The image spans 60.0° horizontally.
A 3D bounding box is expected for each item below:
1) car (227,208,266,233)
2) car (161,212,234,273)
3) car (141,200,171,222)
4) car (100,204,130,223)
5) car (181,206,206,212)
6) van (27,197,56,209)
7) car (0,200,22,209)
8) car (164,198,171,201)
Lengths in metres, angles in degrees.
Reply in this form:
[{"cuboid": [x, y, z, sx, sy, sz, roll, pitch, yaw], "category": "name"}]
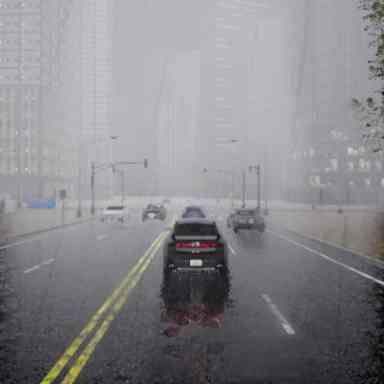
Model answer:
[{"cuboid": [3.360, 1.758, 21.285, 2.033, 1.411, 5.357, 0, -1, 0], "category": "car"}, {"cuboid": [0.105, 1.616, 11.024, 1.837, 1.490, 4.892, 0, -1, 0], "category": "car"}, {"cuboid": [-3.277, 1.780, 29.565, 2.128, 1.511, 4.902, 0, -1, 0], "category": "car"}, {"cuboid": [-6.534, 1.806, 28.790, 1.812, 1.442, 4.674, 0, -1, 0], "category": "car"}, {"cuboid": [0.111, 1.779, 25.779, 1.812, 1.442, 4.674, 0, -1, 0], "category": "car"}, {"cuboid": [-22.631, 1.683, 50.151, 3.998, 1.788, 1.690, 0, 0, 1], "category": "van"}, {"cuboid": [-28.171, 1.862, 50.199, 4.507, 1.381, 1.887, 0, 0, 1], "category": "car"}, {"cuboid": [-6.501, 2.296, 86.357, 2.033, 1.411, 5.357, 0, 0, -1], "category": "car"}]
